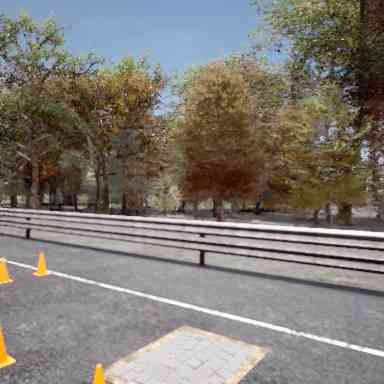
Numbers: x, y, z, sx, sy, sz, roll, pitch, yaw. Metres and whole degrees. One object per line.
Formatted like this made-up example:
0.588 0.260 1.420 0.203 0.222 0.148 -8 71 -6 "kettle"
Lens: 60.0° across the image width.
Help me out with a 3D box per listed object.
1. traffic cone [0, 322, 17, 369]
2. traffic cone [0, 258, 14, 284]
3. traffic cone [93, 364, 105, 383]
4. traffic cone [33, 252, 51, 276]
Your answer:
-2.534 1.942 4.332 0.340 0.580 0.340 0 0 35 "traffic cone"
-4.671 1.936 8.260 0.340 0.580 0.340 0 0 35 "traffic cone"
-0.894 1.950 3.188 0.340 0.580 0.340 0 0 35 "traffic cone"
-4.099 1.942 9.081 0.340 0.580 0.340 0 0 35 "traffic cone"
